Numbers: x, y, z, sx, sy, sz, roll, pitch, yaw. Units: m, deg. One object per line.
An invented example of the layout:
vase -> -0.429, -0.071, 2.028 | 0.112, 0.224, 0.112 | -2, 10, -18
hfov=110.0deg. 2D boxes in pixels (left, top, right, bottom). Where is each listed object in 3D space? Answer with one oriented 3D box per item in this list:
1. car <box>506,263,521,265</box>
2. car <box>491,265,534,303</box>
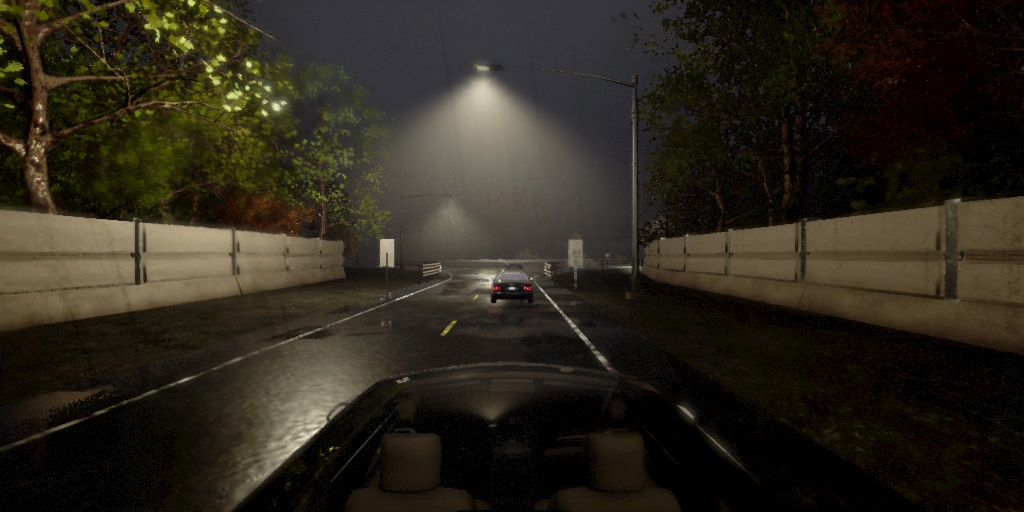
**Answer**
car -> 0.143, 1.321, 31.368 | 2.033, 1.411, 5.357 | 0, 0, 4
car -> 0.000, 1.316, 16.509 | 2.033, 1.411, 5.357 | 0, 0, 0
